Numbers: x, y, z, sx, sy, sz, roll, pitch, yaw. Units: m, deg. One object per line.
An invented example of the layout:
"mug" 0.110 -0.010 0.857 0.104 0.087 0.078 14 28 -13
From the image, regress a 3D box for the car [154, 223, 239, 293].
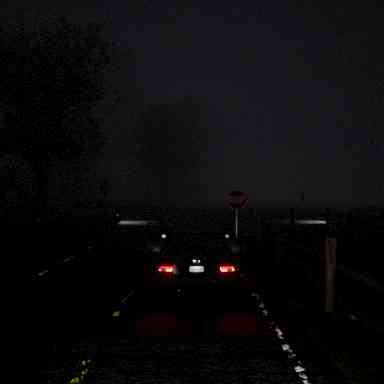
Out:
"car" 0.096 1.547 8.984 2.033 1.411 5.357 0 0 0

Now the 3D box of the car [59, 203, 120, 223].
"car" -7.427 1.473 24.313 4.181 1.385 1.994 1 0 2

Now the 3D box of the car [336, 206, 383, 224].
"car" 13.761 1.784 26.414 4.181 1.385 1.994 1 0 2
